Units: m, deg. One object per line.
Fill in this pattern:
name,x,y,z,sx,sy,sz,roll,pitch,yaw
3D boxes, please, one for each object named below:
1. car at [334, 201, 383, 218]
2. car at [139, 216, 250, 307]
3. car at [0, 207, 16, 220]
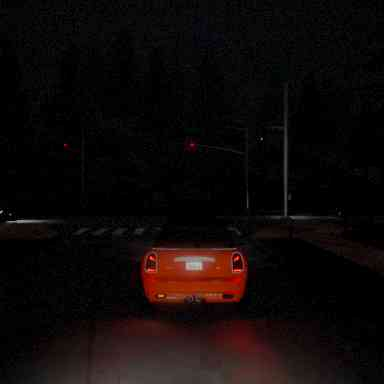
car,14.342,1.438,27.357,4.718,1.301,1.895,0,0,0
car,0.050,1.352,8.115,2.097,1.767,4.553,0,0,0
car,-14.816,1.402,23.562,4.181,1.385,1.994,0,0,0
